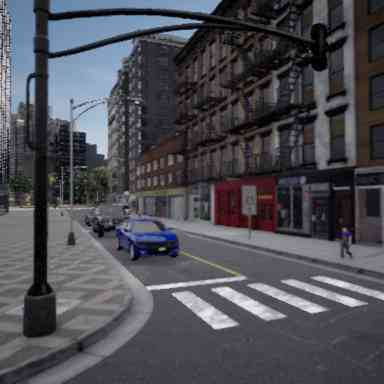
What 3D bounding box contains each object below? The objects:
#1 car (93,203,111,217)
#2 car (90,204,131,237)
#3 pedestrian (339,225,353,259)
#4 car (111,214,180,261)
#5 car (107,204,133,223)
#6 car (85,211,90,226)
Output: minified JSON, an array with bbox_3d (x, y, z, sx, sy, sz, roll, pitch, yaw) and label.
[{"bbox_3d":[-14.962,2.929,55.130,2.150,2.045,5.566,0,-1,-22],"label":"car"},{"bbox_3d":[-5.792,1.990,23.909,2.150,2.045,5.566,0,-2,-22],"label":"car"},{"bbox_3d":[5.591,1.740,12.005,0.375,1.300,0.375,0,-1,-22],"label":"pedestrian"},{"bbox_3d":[-2.086,1.942,14.716,1.882,1.535,5.008,0,-2,-23],"label":"car"},{"bbox_3d":[-8.734,2.471,39.728,2.150,2.045,5.566,0,-2,-22],"label":"car"},{"bbox_3d":[-9.611,2.566,33.383,2.128,1.511,4.902,0,-2,-22],"label":"car"}]
